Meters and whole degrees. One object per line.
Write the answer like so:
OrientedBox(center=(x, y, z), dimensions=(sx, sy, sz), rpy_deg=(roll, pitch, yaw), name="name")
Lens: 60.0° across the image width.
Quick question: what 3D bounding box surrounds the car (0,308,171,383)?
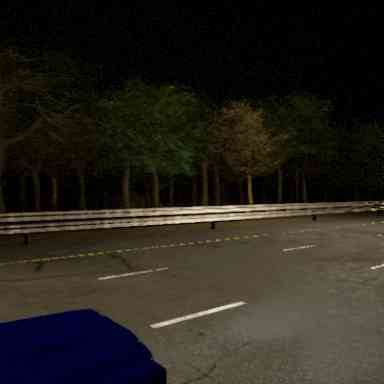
OrientedBox(center=(-2.447, 1.602, 2.123), dimensions=(4.718, 1.301, 1.895), rpy_deg=(0, 0, -35), name="car")
